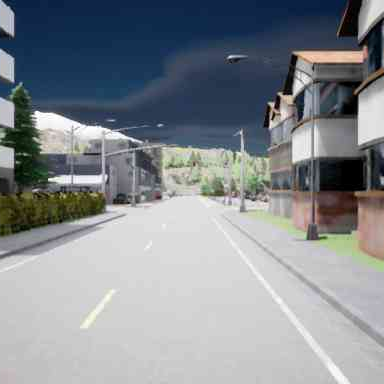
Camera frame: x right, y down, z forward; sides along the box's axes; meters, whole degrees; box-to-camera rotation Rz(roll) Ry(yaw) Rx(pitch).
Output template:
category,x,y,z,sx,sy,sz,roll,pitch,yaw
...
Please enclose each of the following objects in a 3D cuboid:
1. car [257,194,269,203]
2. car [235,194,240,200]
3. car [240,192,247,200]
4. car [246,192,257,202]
category,x,y,z,sx,sy,sz,roll,pitch,yaw
car,14.489,1.213,60.655,3.806,1.475,1.970,0,0,0
car,13.751,1.082,82.773,4.605,1.855,1.932,0,0,0
car,14.164,1.061,79.867,3.866,1.878,1.905,0,0,0
car,14.165,1.136,67.073,5.027,1.636,2.152,0,0,0
